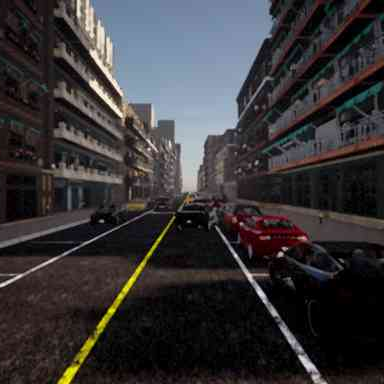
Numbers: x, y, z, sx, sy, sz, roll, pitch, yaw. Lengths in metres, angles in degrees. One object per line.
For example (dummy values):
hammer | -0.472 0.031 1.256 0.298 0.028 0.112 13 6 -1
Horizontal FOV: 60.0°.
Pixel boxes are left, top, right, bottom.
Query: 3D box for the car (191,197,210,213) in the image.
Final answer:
car | 0.831 1.353 35.621 1.812 1.442 4.674 0 0 0

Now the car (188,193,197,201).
car | 0.016 0.996 71.006 1.882 1.535 5.008 0 0 0

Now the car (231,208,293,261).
car | 2.695 1.488 11.859 1.887 1.381 4.507 0 0 0

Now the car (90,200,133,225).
car | -5.684 1.455 23.136 1.947 1.339 4.313 0 0 0

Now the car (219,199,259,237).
car | 2.696 1.357 17.495 1.967 1.590 4.097 0 0 0

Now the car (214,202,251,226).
car | 2.697 1.440 23.131 2.008 1.369 4.403 0 0 0

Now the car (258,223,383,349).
car | 2.693 1.536 6.222 1.947 1.339 4.313 0 0 0

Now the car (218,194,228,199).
car | 2.701 1.148 34.403 2.192 1.841 5.009 0 0 0

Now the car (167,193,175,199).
car | -5.668 0.982 90.772 1.967 1.590 4.097 0 0 0

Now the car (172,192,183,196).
car | -2.983 1.050 77.817 2.128 1.511 4.902 0 0 0

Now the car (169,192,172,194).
car | -5.668 0.887 85.136 2.192 1.841 5.009 0 0 0

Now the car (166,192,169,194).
car | -5.675 1.034 56.955 2.192 1.841 5.009 0 0 0

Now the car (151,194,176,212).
car | -3.087 1.328 36.779 1.837 1.490 4.892 0 0 0

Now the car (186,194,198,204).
car | 0.013 1.201 56.007 1.882 1.535 5.008 0 0 0

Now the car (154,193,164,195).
car | -5.677 1.188 51.319 1.967 1.590 4.097 0 0 0

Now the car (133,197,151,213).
car | -5.681 1.360 34.239 1.752 1.417 4.829 0 0 0

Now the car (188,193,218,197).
car | 0.906 1.208 29.598 2.097 1.767 4.553 0 0 0

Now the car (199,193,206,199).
car | 2.711 1.096 85.301 1.752 1.417 4.829 0 0 0

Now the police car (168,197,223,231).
police car | 0.393 1.326 19.966 1.930 1.638 5.238 -1 0 13
